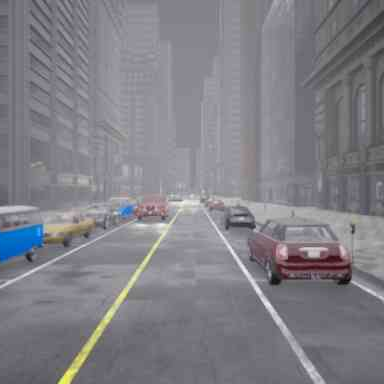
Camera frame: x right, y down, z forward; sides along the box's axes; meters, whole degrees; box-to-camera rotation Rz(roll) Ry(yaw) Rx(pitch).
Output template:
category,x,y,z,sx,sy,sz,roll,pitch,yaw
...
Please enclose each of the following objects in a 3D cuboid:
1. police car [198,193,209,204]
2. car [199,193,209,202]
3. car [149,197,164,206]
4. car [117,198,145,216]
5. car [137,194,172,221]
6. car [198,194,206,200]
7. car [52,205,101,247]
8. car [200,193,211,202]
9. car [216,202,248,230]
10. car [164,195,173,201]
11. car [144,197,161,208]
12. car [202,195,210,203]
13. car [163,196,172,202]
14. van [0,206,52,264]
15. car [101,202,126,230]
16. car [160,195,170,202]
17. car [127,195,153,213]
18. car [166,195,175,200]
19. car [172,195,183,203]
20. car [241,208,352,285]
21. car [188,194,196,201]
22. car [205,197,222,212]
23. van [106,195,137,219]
category,x,y,z,sx,sy,sz,roll,pitch,yaw
police car,2.388,1.362,61.563,1.930,1.638,5.238,0,0,0
car,2.785,1.247,77.108,2.192,1.841,5.009,0,0,0
car,-5.746,1.492,54.561,2.008,1.369,4.403,0,0,0
car,-5.754,1.402,32.014,1.967,1.590,4.097,0,0,0
car,-3.088,1.188,27.397,2.150,2.045,5.566,0,0,0
car,2.791,1.372,94.016,1.967,1.590,4.097,0,0,0
car,-5.759,1.505,14.935,1.752,1.417,4.829,0,0,0
car,2.783,1.248,71.471,2.192,1.841,5.009,0,0,0
car,2.768,1.539,20.745,1.947,1.339,4.313,0,0,0
car,-5.737,1.497,82.744,1.947,1.339,4.313,0,0,0
car,-5.748,1.511,48.925,1.947,1.339,4.313,0,0,0
car,2.777,1.527,48.927,1.802,1.307,4.206,0,0,0
car,-5.739,1.513,77.108,1.802,1.307,4.206,0,0,0
van,-5.762,1.328,9.468,1.690,1.788,3.998,0,0,0
car,-5.758,1.524,20.741,2.008,1.369,4.403,0,0,0
car,-5.741,1.458,71.301,1.752,1.417,4.829,0,0,0
car,-5.753,1.271,37.651,2.192,1.841,5.009,0,0,0
car,-5.736,1.497,88.381,1.947,1.339,4.313,0,0,0
car,-2.977,1.434,68.633,1.882,1.535,5.008,0,0,0
car,2.763,1.427,9.472,1.967,1.590,4.097,0,0,0
car,0.028,1.317,80.473,1.812,1.442,4.674,0,0,0
car,2.773,1.538,37.655,1.802,1.307,4.206,0,0,0
van,-5.756,1.308,26.378,1.690,1.788,3.998,0,0,0
